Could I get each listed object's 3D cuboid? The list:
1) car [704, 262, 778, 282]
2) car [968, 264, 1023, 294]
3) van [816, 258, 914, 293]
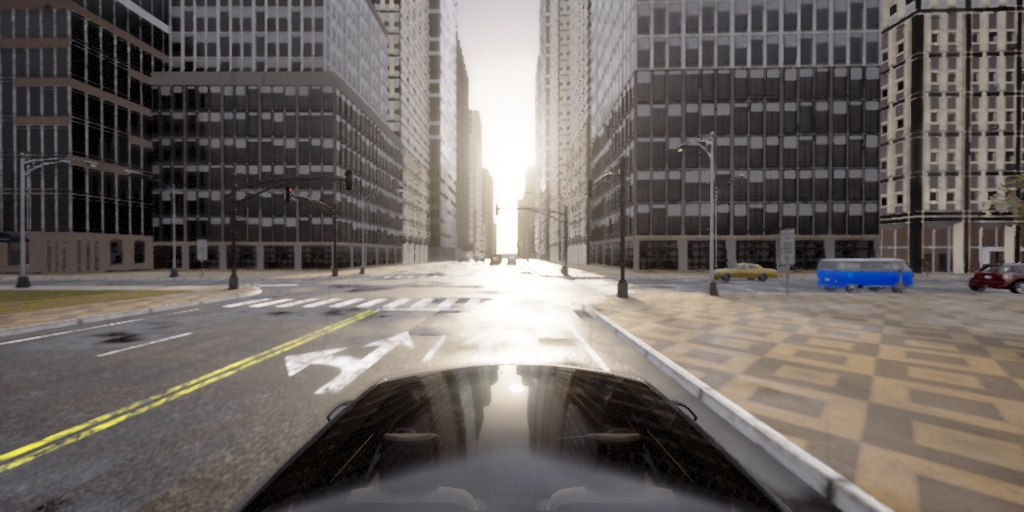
[{"bbox_3d":[17.075,1.141,26.891,4.829,1.417,1.751,0,0,2],"label":"car"},{"bbox_3d":[26.628,1.122,18.536,4.097,1.591,1.967,0,0,2],"label":"car"},{"bbox_3d":[18.350,1.016,18.720,3.998,1.789,1.690,0,0,2],"label":"van"}]
